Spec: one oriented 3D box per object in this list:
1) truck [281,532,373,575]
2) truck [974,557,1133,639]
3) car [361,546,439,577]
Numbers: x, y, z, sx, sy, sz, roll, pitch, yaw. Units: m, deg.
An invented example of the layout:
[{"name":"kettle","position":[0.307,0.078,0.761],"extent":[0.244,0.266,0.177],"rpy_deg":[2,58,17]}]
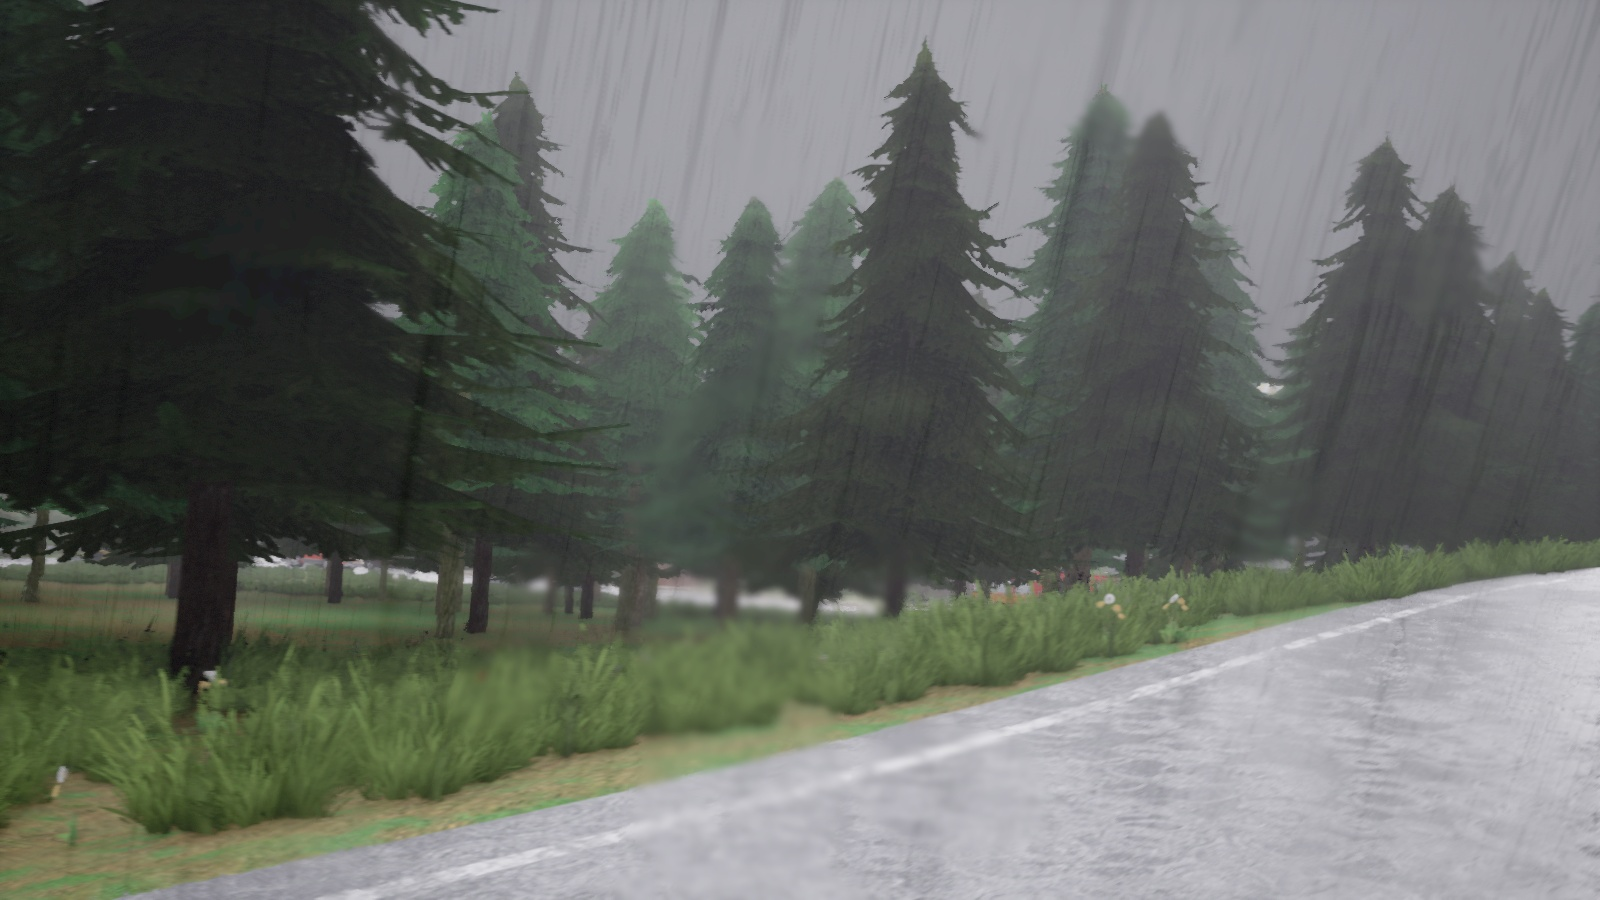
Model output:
[{"name":"truck","position":[-31.404,6.830,83.363],"extent":[5.204,2.467,2.627],"rpy_deg":[2,-3,24]},{"name":"truck","position":[14.375,8.284,70.992],"extent":[8.468,3.827,2.891],"rpy_deg":[3,-3,15]},{"name":"car","position":[-27.245,7.550,85.571],"extent":[4.553,1.767,2.097],"rpy_deg":[3,-3,15]}]
